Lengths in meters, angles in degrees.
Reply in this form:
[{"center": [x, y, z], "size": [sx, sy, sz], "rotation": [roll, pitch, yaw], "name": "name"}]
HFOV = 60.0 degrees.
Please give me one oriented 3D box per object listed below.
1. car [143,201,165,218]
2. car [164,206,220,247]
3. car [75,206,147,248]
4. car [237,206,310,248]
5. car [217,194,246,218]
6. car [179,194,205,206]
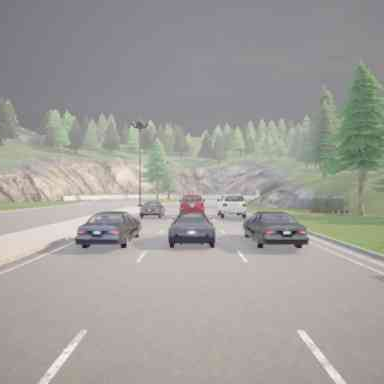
[{"center": [-3.499, 1.547, 29.770], "size": [2.033, 1.411, 5.357], "rotation": [0, 0, 0], "name": "car"}, {"center": [0.004, 1.564, 15.126], "size": [1.994, 1.385, 4.181], "rotation": [0, 0, 0], "name": "car"}, {"center": [-3.499, 1.547, 14.770], "size": [2.033, 1.411, 5.357], "rotation": [0, 0, 0], "name": "car"}, {"center": [3.501, 1.547, 14.770], "size": [2.033, 1.411, 5.357], "rotation": [0, 0, 0], "name": "car"}, {"center": [3.501, 1.217, 29.802], "size": [2.150, 2.045, 5.566], "rotation": [0, 0, 0], "name": "car"}, {"center": [0.001, 1.217, 29.802], "size": [2.150, 2.045, 5.566], "rotation": [0, 0, 0], "name": "car"}]
